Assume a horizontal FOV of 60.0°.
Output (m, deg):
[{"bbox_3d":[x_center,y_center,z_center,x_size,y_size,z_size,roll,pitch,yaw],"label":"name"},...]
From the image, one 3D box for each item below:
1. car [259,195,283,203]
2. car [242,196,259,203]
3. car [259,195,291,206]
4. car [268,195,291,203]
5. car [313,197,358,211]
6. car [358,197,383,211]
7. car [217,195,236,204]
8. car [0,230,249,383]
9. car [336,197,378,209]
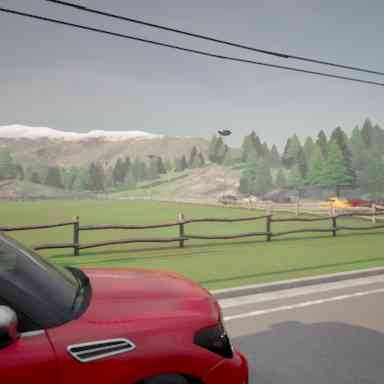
[{"bbox_3d":[15.951,1.472,67.481,2.128,1.511,4.902,0,0,-24],"label":"car"},{"bbox_3d":[11.985,1.509,67.770,1.812,1.442,4.674,0,0,-24],"label":"car"},{"bbox_3d":[13.950,1.531,54.867,2.033,1.411,5.357,0,0,-24],"label":"car"},{"bbox_3d":[18.428,1.457,70.278,1.882,1.535,5.008,0,0,-24],"label":"car"},{"bbox_3d":[16.829,1.462,39.940,1.882,1.535,5.008,0,0,-24],"label":"car"},{"bbox_3d":[21.592,1.529,37.881,2.033,1.411,5.357,0,0,-24],"label":"car"},{"bbox_3d":[6.456,1.339,62.999,2.097,1.767,4.553,0,0,-24],"label":"car"},{"bbox_3d":[-2.280,1.223,2.549,5.566,2.045,2.150,0,0,-24],"label":"car"},{"bbox_3d":[22.220,1.458,45.020,1.882,1.535,5.008,0,0,-24],"label":"car"}]
